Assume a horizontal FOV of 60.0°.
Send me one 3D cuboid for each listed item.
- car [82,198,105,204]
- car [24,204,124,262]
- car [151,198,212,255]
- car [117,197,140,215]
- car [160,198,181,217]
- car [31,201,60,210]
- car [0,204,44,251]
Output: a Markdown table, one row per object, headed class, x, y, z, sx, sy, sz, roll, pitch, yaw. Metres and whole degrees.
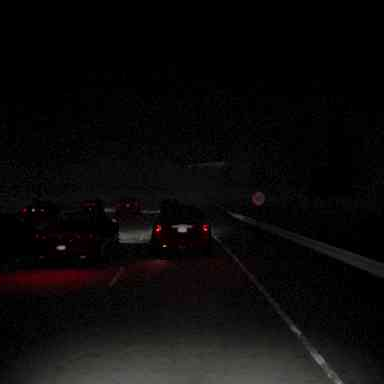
| class | x | y | z | sx | sy | sz | roll | pitch | yaw |
| --- | --- | --- | --- | --- | --- | --- | --- | --- | --- |
| car | -9.777 | 1.356 | 32.980 | 2.128 | 1.511 | 4.902 | 0 | 0 | -9 |
| car | -3.873 | 1.428 | 11.962 | 1.882 | 1.535 | 5.008 | 0 | 0 | -3 |
| car | -0.468 | 1.295 | 13.286 | 2.097 | 1.767 | 4.553 | 0 | 0 | -4 |
| car | -6.036 | 1.220 | 31.701 | 2.097 | 1.767 | 4.553 | 0 | 0 | -9 |
| car | -2.088 | 1.374 | 31.018 | 1.837 | 1.490 | 4.892 | 0 | 0 | -6 |
| car | -12.502 | 1.434 | 27.923 | 2.033 | 1.411 | 5.357 | 0 | 0 | -8 |
| car | -7.380 | 1.429 | 11.963 | 1.882 | 1.535 | 5.008 | 0 | 0 | -3 |
